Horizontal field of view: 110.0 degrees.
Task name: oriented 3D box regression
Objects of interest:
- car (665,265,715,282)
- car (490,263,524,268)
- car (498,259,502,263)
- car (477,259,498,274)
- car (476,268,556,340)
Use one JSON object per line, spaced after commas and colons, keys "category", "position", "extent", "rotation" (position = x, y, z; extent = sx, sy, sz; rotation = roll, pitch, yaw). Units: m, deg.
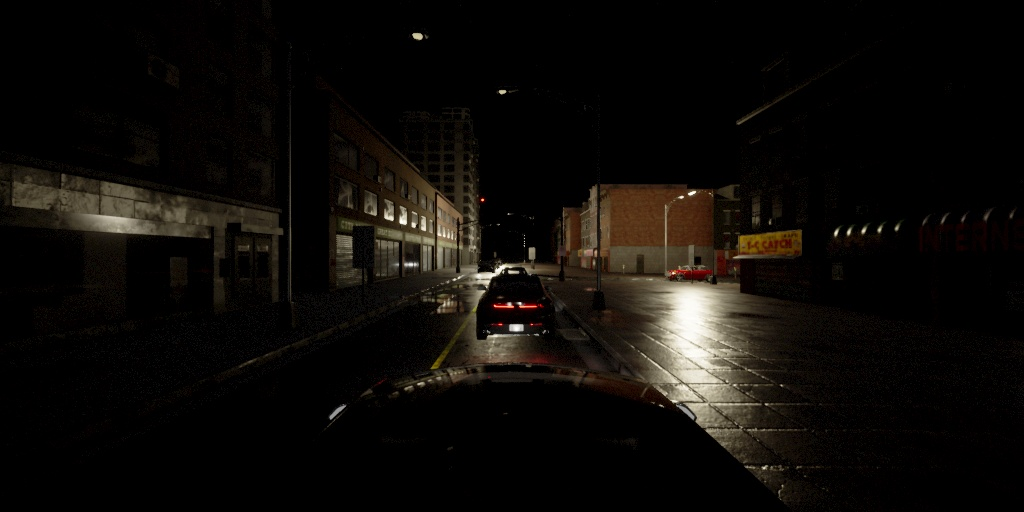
{"category": "car", "position": [16.332, 1.574, 33.134], "extent": [4.097, 1.591, 1.967], "rotation": [0, 0, 0]}
{"category": "car", "position": [0.093, 1.298, 19.546], "extent": [2.033, 1.411, 5.357], "rotation": [0, 0, 0]}
{"category": "car", "position": [-2.886, 1.252, 55.924], "extent": [1.837, 1.490, 4.892], "rotation": [0, 0, 0]}
{"category": "car", "position": [-2.880, 1.228, 40.961], "extent": [1.882, 1.535, 5.008], "rotation": [0, 0, 0]}
{"category": "car", "position": [0.085, 1.255, 9.935], "extent": [1.837, 1.490, 4.892], "rotation": [0, 0, 0]}
